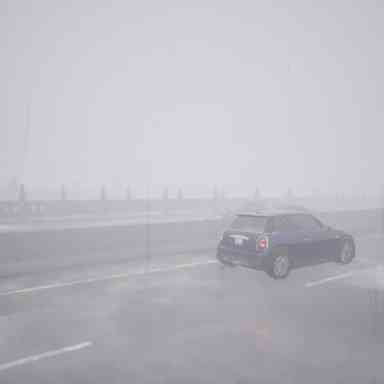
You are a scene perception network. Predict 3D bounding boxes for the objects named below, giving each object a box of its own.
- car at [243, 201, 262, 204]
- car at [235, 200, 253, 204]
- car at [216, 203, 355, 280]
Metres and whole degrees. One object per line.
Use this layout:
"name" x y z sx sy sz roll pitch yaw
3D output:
"car" 5.801 1.479 21.024 5.008 1.535 1.882 0 0 -35
"car" 4.678 1.506 28.817 4.892 1.490 1.837 0 0 -35
"car" 2.991 1.351 10.182 4.553 1.767 2.097 0 0 -36
